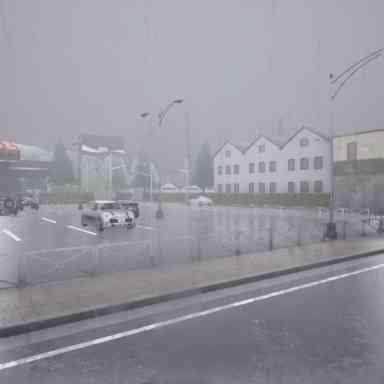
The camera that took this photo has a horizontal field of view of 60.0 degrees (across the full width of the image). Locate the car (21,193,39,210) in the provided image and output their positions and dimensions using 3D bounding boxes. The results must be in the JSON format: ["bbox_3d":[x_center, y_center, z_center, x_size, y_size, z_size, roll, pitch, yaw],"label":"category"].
[{"bbox_3d":[-19.143,1.092,38.634,1.905,1.878,3.866,0,0,-36],"label":"car"}]

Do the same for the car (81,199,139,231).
[{"bbox_3d":[-4.667,1.247,18.340,1.970,1.475,3.806,0,0,-36],"label":"car"}]

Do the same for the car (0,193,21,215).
[{"bbox_3d":[-17.247,1.113,30.321,1.932,1.855,4.605,0,0,-36],"label":"car"}]

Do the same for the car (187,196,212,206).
[{"bbox_3d":[1.158,1.349,49.294,1.812,1.442,4.674,0,0,-35],"label":"car"}]

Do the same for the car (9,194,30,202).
[{"bbox_3d":[-38.211,1.328,73.753,3.866,1.878,1.905,0,0,-36],"label":"car"}]

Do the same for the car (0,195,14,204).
[{"bbox_3d":[-38.452,1.495,66.625,4.611,1.667,2.242,0,0,-36],"label":"car"}]

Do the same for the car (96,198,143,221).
[{"bbox_3d":[-5.781,1.313,26.205,2.007,1.523,4.514,0,0,-36],"label":"car"}]
